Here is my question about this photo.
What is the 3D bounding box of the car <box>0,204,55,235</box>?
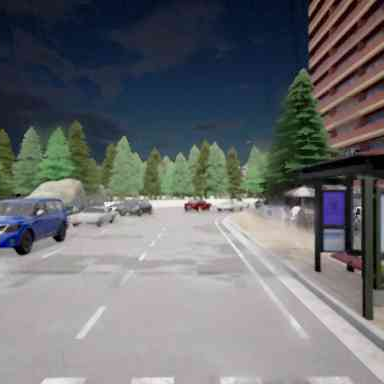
[{"bbox_3d":[-10.424,1.572,20.359,1.882,1.535,5.008,0,0,1],"label":"car"}]

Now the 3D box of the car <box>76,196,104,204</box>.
[{"bbox_3d":[-9.800,1.360,30.268,2.150,2.045,5.566,0,0,9],"label":"car"}]

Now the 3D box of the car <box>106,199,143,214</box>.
[{"bbox_3d":[-7.770,1.665,38.859,2.128,1.511,4.902,0,0,19],"label":"car"}]

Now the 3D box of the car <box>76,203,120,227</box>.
[{"bbox_3d":[-6.882,1.705,23.713,1.895,1.301,4.718,0,0,3],"label":"car"}]

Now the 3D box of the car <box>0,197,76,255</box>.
[{"bbox_3d":[-7.055,1.282,13.951,2.150,2.045,5.566,0,0,0],"label":"car"}]

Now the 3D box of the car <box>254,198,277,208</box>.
[{"bbox_3d":[11.276,1.684,49.509,4.902,1.511,2.128,0,0,-42],"label":"car"}]

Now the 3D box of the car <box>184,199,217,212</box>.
[{"bbox_3d":[0.844,1.650,41.448,1.882,1.535,5.008,0,0,30],"label":"car"}]

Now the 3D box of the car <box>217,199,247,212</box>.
[{"bbox_3d":[4.788,1.766,41.385,1.895,1.301,4.718,0,0,30],"label":"car"}]

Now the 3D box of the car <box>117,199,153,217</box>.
[{"bbox_3d":[-5.586,1.500,33.766,2.097,1.767,4.553,0,0,13],"label":"car"}]

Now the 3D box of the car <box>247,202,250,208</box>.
[{"bbox_3d":[6.837,1.726,49.991,1.812,1.442,4.674,0,0,44],"label":"car"}]
